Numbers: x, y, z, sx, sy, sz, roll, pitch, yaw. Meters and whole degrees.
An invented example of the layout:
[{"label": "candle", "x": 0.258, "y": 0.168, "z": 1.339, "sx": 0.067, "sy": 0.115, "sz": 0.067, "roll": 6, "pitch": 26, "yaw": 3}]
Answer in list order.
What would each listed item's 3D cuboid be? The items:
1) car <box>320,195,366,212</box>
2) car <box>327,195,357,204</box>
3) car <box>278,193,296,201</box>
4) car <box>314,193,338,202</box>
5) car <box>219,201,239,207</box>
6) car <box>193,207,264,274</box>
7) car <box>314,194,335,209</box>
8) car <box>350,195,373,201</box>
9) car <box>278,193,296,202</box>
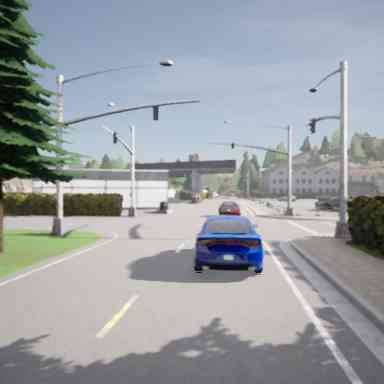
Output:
[{"label": "car", "x": 17.177, "y": 1.395, "z": 37.175, "sx": 4.514, "sy": 1.523, "sz": 2.007, "roll": 0, "pitch": 0, "yaw": 6}, {"label": "car", "x": 27.554, "y": 1.387, "z": 61.151, "sx": 4.514, "sy": 1.523, "sz": 2.007, "roll": 0, "pitch": 0, "yaw": 6}, {"label": "car", "x": 22.181, "y": 1.157, "z": 77.589, "sx": 3.866, "sy": 1.878, "sz": 1.905, "roll": 0, "pitch": 0, "yaw": 6}, {"label": "car", "x": 29.638, "y": 1.195, "z": 73.453, "sx": 4.605, "sy": 1.855, "sz": 1.932, "roll": 0, "pitch": 0, "yaw": 6}, {"label": "car", "x": 3.532, "y": 1.582, "z": 31.671, "sx": 1.994, "sy": 1.385, "sz": 4.181, "roll": 0, "pitch": 0, "yaw": 7}, {"label": "car", "x": 1.145, "y": 1.484, "z": 10.747, "sx": 1.882, "sy": 1.535, "sz": 5.008, "roll": 0, "pitch": 0, "yaw": 5}, {"label": "car", "x": 17.471, "y": 1.387, "z": 40.299, "sx": 5.027, "sy": 1.636, "sz": 2.152, "roll": 0, "pitch": 0, "yaw": 6}, {"label": "car", "x": 40.354, "y": 1.425, "z": 79.245, "sx": 4.514, "sy": 1.523, "sz": 2.007, "roll": 0, "pitch": 0, "yaw": 6}, {"label": "car", "x": 21.206, "y": 1.438, "z": 74.352, "sx": 3.806, "sy": 1.475, "sz": 1.970, "roll": 0, "pitch": 0, "yaw": 6}]
